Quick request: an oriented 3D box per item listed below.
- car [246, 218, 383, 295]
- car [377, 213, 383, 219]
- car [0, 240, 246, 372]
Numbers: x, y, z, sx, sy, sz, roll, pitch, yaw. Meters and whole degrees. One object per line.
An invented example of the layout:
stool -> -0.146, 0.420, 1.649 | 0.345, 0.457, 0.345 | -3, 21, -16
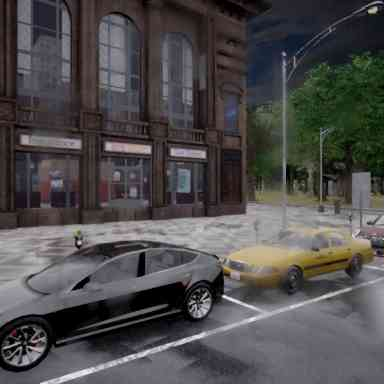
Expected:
car -> 2.911, 1.525, 8.730 | 4.829, 1.417, 1.752 | 0, 0, -36
car -> 7.475, 1.441, 11.988 | 4.097, 1.590, 1.967 | 0, 0, -36
car -> -1.376, 1.566, 5.668 | 4.313, 1.339, 1.947 | 0, 0, -36
